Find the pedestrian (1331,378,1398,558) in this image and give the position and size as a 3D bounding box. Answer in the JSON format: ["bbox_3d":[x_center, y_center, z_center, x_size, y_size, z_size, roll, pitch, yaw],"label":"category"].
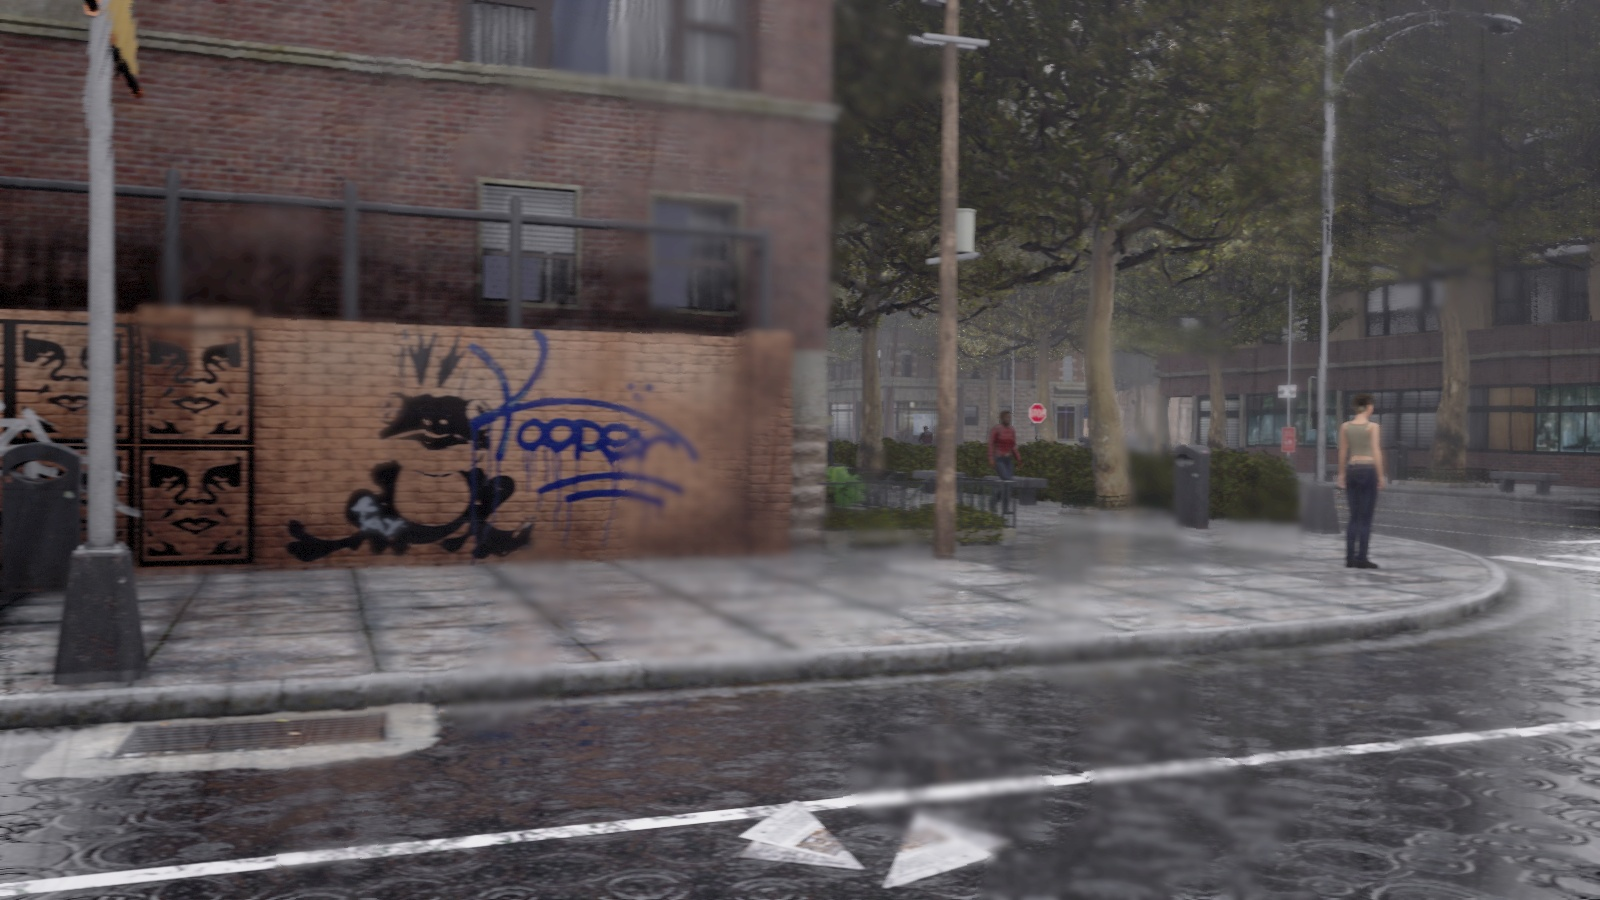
[{"bbox_3d":[5.892,0.178,13.107,0.594,1.836,0.345,-1,1,-30],"label":"pedestrian"}]

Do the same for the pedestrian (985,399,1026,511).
[{"bbox_3d":[3.438,0.075,21.037,0.331,1.846,0.636,-1,1,-28],"label":"pedestrian"}]
